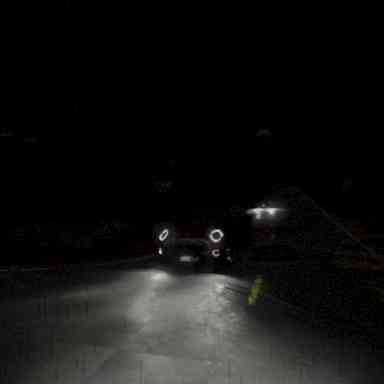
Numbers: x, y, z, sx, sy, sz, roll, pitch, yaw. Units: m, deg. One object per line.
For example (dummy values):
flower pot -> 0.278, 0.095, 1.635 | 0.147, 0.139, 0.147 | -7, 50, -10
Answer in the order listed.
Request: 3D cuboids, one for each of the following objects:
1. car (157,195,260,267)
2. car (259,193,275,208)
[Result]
car -> 0.637, 1.158, 10.988 | 2.097, 1.767, 4.553 | -2, 0, 22
car -> 7.468, 0.832, 33.731 | 2.033, 1.411, 5.357 | -2, 1, 16
